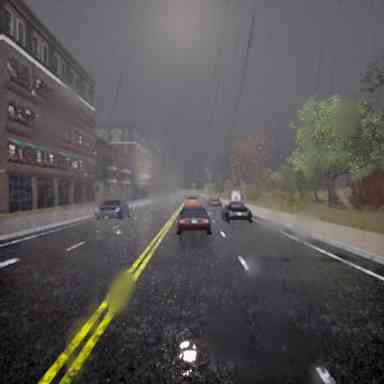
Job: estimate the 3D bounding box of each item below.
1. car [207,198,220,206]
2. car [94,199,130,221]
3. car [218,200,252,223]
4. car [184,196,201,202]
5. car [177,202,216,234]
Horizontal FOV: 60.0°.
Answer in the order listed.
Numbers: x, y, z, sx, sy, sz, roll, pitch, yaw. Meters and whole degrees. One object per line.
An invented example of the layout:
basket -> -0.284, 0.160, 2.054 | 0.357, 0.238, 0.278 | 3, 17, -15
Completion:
car -> 3.357, 1.512, 50.215 | 1.994, 1.385, 4.181 | 0, 0, 0
car -> -6.581, 1.372, 27.789 | 2.097, 1.767, 4.553 | 0, 0, 0
car -> 3.358, 1.528, 25.600 | 1.994, 1.385, 4.181 | 0, 0, 0
car -> 0.071, 1.323, 43.687 | 2.097, 1.767, 4.553 | 0, 0, 1
car -> 0.105, 1.534, 19.082 | 2.033, 1.411, 5.357 | 0, 0, 0
